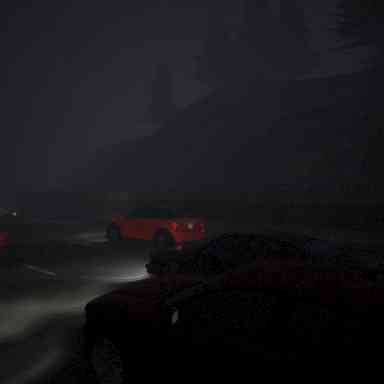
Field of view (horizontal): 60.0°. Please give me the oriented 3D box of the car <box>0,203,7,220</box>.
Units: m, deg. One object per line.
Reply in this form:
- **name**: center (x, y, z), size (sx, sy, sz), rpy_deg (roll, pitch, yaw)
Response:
- **car**: center (-13.197, 1.504, 20.308), size (1.812, 1.442, 4.674), rpy_deg (0, 0, -45)

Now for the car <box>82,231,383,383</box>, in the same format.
- **car**: center (0.914, 1.483, 3.453), size (5.008, 1.535, 1.882), rpy_deg (0, 0, 36)

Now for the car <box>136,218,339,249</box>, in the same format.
- **car**: center (1.421, 1.556, 7.394), size (5.357, 1.411, 2.033), rpy_deg (0, 0, 37)

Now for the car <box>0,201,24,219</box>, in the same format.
- **car**: center (-15.490, 1.503, 27.897), size (1.812, 1.442, 4.674), rpy_deg (0, 0, -42)

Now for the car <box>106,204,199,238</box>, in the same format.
- **car**: center (-1.691, 1.357, 14.433), size (4.553, 1.767, 2.097), rpy_deg (0, 0, 40)
